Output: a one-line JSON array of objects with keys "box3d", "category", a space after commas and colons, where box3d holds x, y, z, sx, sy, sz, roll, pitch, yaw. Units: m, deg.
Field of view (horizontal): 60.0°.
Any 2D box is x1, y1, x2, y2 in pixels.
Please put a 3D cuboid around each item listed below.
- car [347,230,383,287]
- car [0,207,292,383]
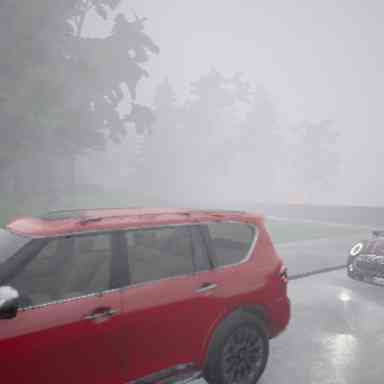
[{"box3d": [6.151, 1.465, 8.866, 4.553, 1.767, 2.097, 1, 0, -35], "category": "car"}, {"box3d": [-1.277, 1.230, 3.688, 5.566, 2.045, 2.150, 0, 0, -35], "category": "car"}]
